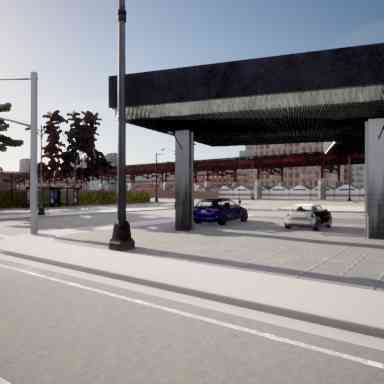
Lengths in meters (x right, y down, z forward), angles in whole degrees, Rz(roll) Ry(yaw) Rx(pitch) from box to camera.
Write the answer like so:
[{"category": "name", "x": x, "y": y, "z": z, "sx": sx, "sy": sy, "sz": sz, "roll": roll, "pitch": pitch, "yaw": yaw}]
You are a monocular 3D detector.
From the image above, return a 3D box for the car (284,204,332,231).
[{"category": "car", "x": 7.136, "y": 1.456, "z": 20.192, "sx": 1.970, "sy": 1.475, "sz": 3.806, "roll": 0, "pitch": 0, "yaw": 37}]

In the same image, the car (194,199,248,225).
[{"category": "car", "x": 2.057, "y": 1.295, "z": 22.982, "sx": 2.242, "sy": 1.667, "sz": 4.611, "roll": 0, "pitch": 0, "yaw": 37}]
